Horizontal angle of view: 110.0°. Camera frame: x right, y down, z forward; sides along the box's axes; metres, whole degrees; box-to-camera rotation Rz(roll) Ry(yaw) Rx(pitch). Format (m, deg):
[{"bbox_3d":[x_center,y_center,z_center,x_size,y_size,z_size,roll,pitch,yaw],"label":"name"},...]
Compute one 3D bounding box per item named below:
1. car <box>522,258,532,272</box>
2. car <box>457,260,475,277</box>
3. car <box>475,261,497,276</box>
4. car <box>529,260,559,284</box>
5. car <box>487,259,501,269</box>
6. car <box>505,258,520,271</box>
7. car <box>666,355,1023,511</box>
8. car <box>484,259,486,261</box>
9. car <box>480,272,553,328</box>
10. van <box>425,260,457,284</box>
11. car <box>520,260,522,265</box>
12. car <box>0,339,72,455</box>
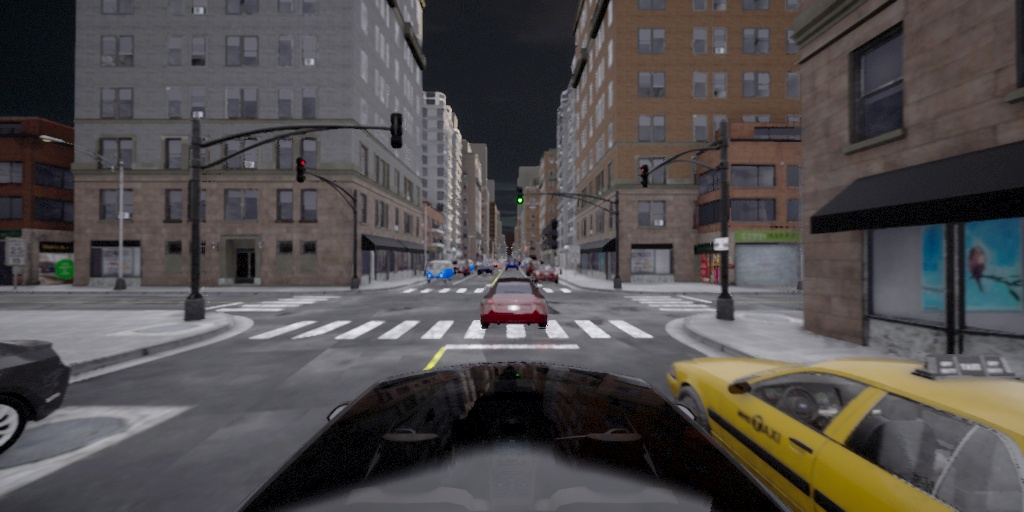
[{"bbox_3d":[2.648,1.332,40.569,2.192,1.841,5.009,0,0,0],"label":"car"},{"bbox_3d":[-5.877,1.333,40.550,2.192,1.841,5.009,0,0,0],"label":"car"},{"bbox_3d":[-3.113,1.634,42.904,1.895,1.301,4.718,0,0,0],"label":"car"},{"bbox_3d":[2.654,1.383,29.399,1.967,1.591,4.097,0,0,0],"label":"car"},{"bbox_3d":[-3.032,1.506,64.547,2.097,1.767,4.553,0,0,0],"label":"car"},{"bbox_3d":[0.012,1.349,59.087,2.150,2.045,5.566,0,0,1],"label":"car"},{"bbox_3d":[2.667,1.278,2.374,1.751,1.417,4.829,0,0,0],"label":"car"},{"bbox_3d":[-5.887,1.692,62.895,1.888,1.381,4.507,0,0,0],"label":"car"},{"bbox_3d":[0.064,1.387,11.722,1.994,1.385,4.181,0,0,0],"label":"car"},{"bbox_3d":[-5.871,1.285,29.377,1.690,1.789,3.998,0,0,0],"label":"van"},{"bbox_3d":[2.643,1.635,51.740,2.007,1.370,4.403,0,0,0],"label":"car"},{"bbox_3d":[-5.858,1.305,2.182,2.007,1.370,4.403,0,0,0],"label":"car"}]
